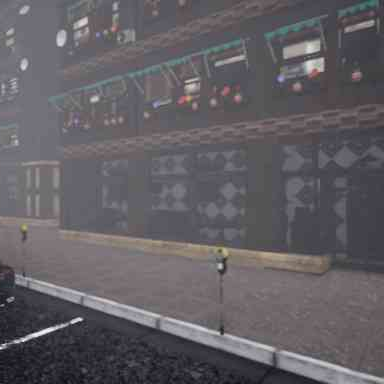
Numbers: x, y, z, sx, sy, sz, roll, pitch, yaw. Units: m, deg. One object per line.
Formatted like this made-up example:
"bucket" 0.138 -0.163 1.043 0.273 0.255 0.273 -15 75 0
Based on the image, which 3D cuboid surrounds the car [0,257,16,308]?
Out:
"car" -5.164 1.540 6.560 4.403 1.369 2.008 0 0 35
